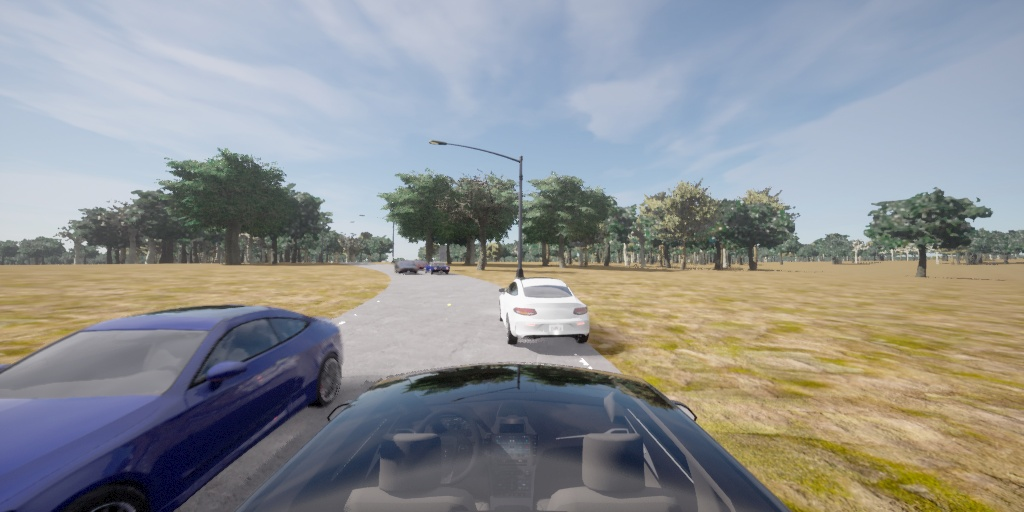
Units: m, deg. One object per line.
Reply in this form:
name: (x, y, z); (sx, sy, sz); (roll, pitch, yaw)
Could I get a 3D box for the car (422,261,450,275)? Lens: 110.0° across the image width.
car: (-7.993, 1.246, 37.928); (1.895, 1.301, 4.718); (1, 0, -24)

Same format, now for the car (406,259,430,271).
car: (-12.234, 1.139, 46.434); (1.994, 1.385, 4.181); (1, 0, -30)

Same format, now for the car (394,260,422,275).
car: (-11.062, 1.151, 37.131); (2.033, 1.411, 5.357); (1, 0, -24)

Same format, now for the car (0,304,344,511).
car: (-3.264, 1.274, 3.465); (1.812, 1.442, 4.674); (0, 0, -2)

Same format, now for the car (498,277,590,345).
car: (0.665, 1.277, 9.483); (1.812, 1.442, 4.674); (0, 0, -5)
